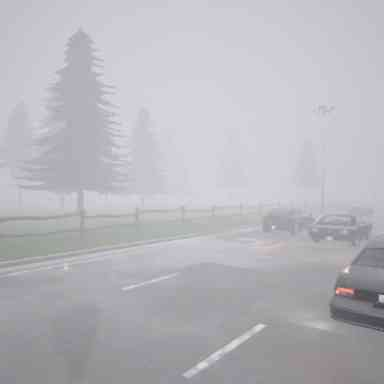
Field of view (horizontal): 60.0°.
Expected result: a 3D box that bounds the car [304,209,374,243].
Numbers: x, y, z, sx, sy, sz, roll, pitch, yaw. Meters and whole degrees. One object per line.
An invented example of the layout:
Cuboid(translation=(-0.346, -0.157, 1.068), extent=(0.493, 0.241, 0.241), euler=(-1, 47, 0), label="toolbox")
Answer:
Cuboid(translation=(7.307, 1.732, 16.062), extent=(1.895, 1.301, 4.718), euler=(0, 0, 38), label="car")

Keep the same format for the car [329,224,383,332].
Cuboid(translation=(4.377, 1.609, 6.720), extent=(2.033, 1.411, 5.357), euler=(0, 0, 38), label="car")

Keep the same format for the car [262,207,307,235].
Cuboid(translation=(5.920, 1.652, 19.940), extent=(1.837, 1.490, 4.892), euler=(0, 0, 38), label="car")

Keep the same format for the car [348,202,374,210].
Cuboid(translation=(17.637, 1.820, 34.746), extent=(1.812, 1.442, 4.674), euler=(0, 0, 38), label="car")
